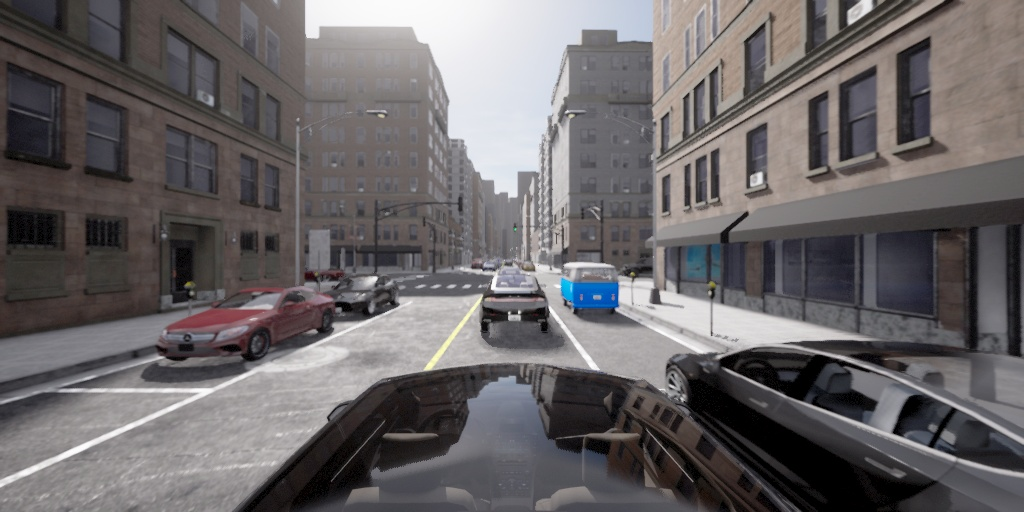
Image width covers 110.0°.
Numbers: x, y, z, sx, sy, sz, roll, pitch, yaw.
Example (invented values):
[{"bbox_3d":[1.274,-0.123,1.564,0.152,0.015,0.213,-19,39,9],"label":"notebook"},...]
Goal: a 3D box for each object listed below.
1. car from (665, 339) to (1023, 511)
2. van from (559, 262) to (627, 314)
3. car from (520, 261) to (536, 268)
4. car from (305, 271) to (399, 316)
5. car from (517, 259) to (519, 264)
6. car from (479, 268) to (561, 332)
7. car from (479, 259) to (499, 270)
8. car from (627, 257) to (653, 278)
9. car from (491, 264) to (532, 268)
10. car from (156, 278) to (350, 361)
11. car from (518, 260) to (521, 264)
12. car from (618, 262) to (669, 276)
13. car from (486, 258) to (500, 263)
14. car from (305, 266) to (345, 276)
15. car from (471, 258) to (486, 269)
[{"bbox_3d":[2.856,1.322,2.907,1.948,1.339,4.313,0,0,0],"label":"car"},{"bbox_3d":[2.843,1.157,13.804,1.690,1.789,3.998,0,0,0],"label":"van"},{"bbox_3d":[2.587,1.549,53.163,1.751,1.417,4.829,0,0,-1],"label":"car"},{"bbox_3d":[-5.683,1.382,13.784,1.948,1.339,4.313,0,0,0],"label":"car"},{"bbox_3d":[2.424,1.629,64.043,2.007,1.370,4.403,0,0,-1],"label":"car"},{"bbox_3d":[0.070,1.293,11.077,2.128,1.511,4.902,0,0,0],"label":"car"},{"bbox_3d":[-3.370,1.573,53.332,2.033,1.411,5.357,0,0,-1],"label":"car"},{"bbox_3d":[14.136,1.158,37.205,5.566,2.045,2.150,0,0,-1],"label":"car"},{"bbox_3d":[-0.112,1.410,22.235,2.033,1.411,5.357,0,0,-2],"label":"car"},{"bbox_3d":[-5.675,1.368,8.333,1.802,1.307,4.207,0,0,0],"label":"car"},{"bbox_3d":[2.506,1.491,58.518,1.967,1.591,4.097,0,0,-1],"label":"car"},{"bbox_3d":[14.757,1.423,40.461,5.008,1.535,1.882,0,0,-1],"label":"car"},{"bbox_3d":[-3.479,1.578,63.030,1.837,1.490,4.892,0,0,-1],"label":"car"},{"bbox_3d":[-16.633,1.496,30.098,4.718,1.301,1.895,0,0,-1],"label":"car"},{"bbox_3d":[-6.100,1.393,63.916,2.192,1.841,5.009,0,0,-1],"label":"car"}]
